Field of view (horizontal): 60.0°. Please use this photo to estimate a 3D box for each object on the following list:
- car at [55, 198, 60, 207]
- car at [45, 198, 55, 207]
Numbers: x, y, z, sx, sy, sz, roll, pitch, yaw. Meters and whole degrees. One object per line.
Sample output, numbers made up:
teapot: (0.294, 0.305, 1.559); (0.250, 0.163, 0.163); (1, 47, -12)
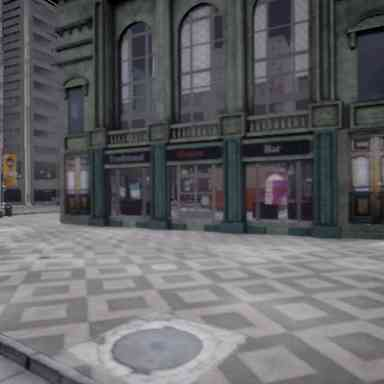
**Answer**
car: (-18.923, 1.664, 53.305); (1.837, 1.490, 4.892); (0, 0, 26)
car: (-21.852, 1.674, 54.690); (2.128, 1.511, 4.902); (0, 0, 26)
